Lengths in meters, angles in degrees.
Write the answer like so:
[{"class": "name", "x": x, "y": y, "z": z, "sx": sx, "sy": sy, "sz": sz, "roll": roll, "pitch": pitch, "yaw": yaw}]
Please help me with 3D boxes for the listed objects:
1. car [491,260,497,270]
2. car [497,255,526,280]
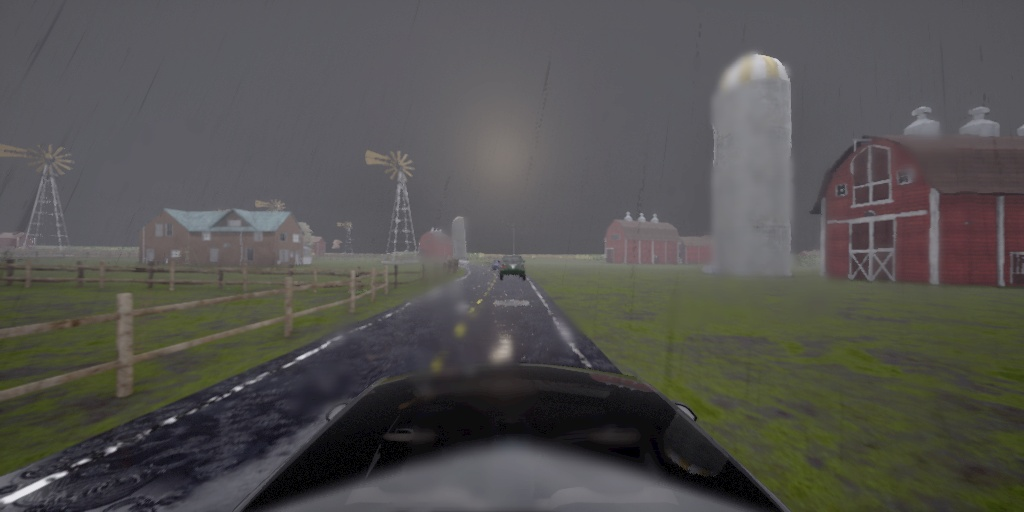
[{"class": "car", "x": -1.789, "y": 1.194, "z": 49.289, "sx": 1.812, "sy": 1.442, "sz": 4.674, "roll": 0, "pitch": 0, "yaw": -9}, {"class": "car", "x": -0.024, "y": 0.935, "z": 30.973, "sx": 2.150, "sy": 2.045, "sz": 5.566, "roll": 0, "pitch": 0, "yaw": -2}]
